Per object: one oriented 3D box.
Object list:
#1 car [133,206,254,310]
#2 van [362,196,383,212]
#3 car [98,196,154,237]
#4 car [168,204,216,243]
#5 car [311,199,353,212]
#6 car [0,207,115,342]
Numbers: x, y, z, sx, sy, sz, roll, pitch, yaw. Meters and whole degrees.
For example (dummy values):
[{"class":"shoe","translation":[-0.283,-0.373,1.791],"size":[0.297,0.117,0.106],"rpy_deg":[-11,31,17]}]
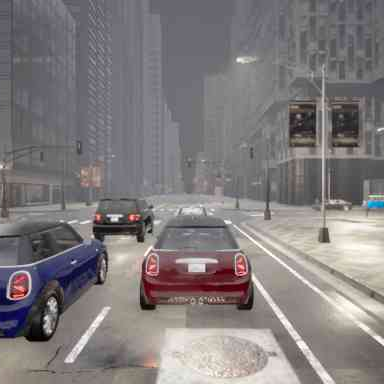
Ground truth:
[{"class":"car","translation":[0.081,1.352,7.960],"size":[2.097,1.767,4.553],"rpy_deg":[0,0,0]},{"class":"van","translation":[21.407,1.292,37.556],"size":[3.998,1.788,1.690],"rpy_deg":[0,0,0]},{"class":"car","translation":[-3.188,1.222,16.352],"size":[2.150,2.045,5.566],"rpy_deg":[0,0,0]},{"class":"car","translation":[0.050,1.491,17.147],"size":[2.128,1.511,4.902],"rpy_deg":[0,0,2]},{"class":"car","translation":[15.789,1.513,37.567],"size":[4.403,1.369,2.008],"rpy_deg":[0,0,0]},{"class":"car","translation":[-3.166,1.352,6.640],"size":[2.097,1.767,4.553],"rpy_deg":[0,0,0]}]
